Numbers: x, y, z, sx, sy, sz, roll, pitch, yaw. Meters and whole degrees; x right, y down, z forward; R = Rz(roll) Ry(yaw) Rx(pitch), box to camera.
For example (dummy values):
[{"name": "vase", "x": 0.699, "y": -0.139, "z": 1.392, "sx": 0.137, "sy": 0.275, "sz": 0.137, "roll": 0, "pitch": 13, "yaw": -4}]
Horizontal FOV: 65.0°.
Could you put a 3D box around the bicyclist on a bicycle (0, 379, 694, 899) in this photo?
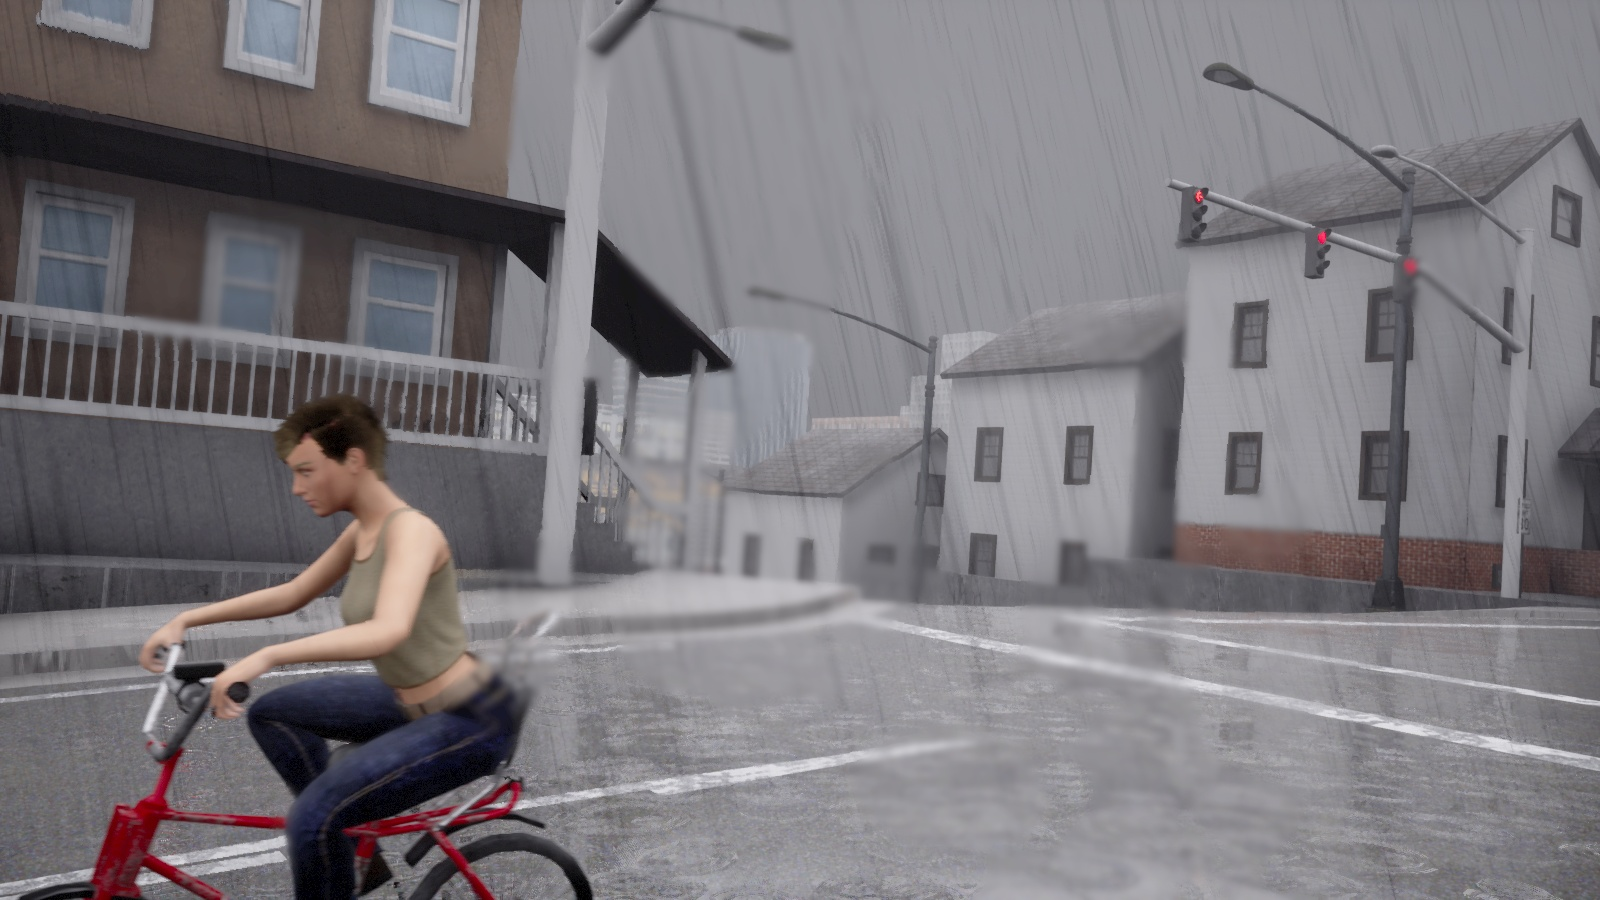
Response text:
[{"name": "bicyclist on a bicycle", "x": -1.117, "y": 0.686, "z": 2.869, "sx": 1.509, "sy": 1.612, "sz": 0.866, "roll": 0, "pitch": 0, "yaw": -35}]
